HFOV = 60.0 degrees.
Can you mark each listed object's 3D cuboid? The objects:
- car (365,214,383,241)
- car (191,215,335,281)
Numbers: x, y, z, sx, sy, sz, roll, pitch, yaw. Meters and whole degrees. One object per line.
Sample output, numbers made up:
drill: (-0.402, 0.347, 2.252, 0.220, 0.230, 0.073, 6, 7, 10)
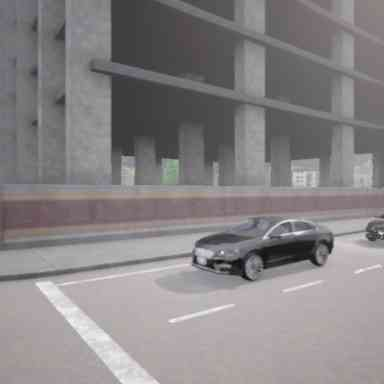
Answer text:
car: (9.887, 1.478, 15.326, 4.892, 1.490, 1.837, 0, 0, -35)
car: (2.246, 1.479, 9.878, 4.902, 1.511, 2.128, 0, 0, -35)
